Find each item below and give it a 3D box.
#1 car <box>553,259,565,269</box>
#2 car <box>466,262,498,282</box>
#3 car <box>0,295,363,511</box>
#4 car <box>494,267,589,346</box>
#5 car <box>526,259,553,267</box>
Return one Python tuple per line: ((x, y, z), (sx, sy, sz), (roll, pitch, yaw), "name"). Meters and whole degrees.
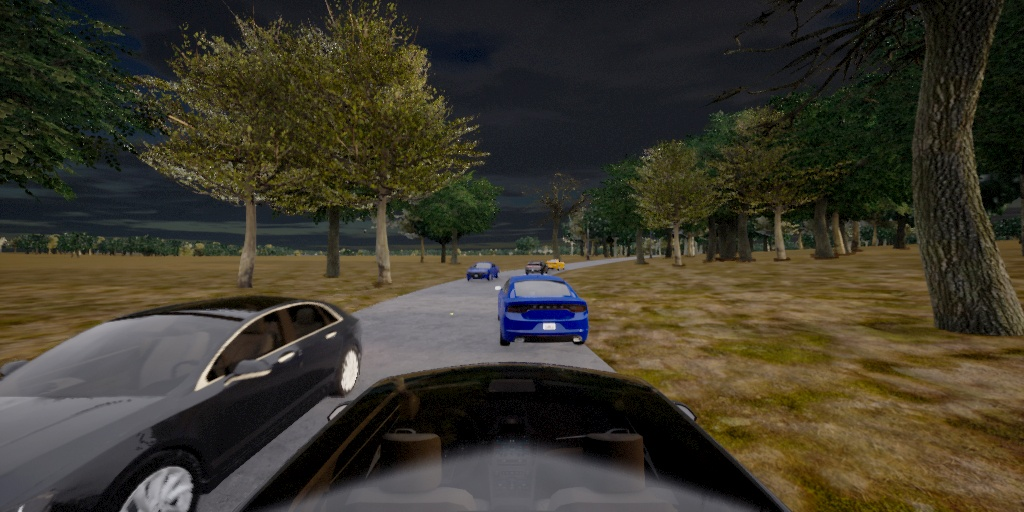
((5.817, 1.141, 48.347), (1.882, 1.535, 5.008), (0, 1, 21), "car")
((-2.294, 1.223, 29.215), (1.882, 1.535, 5.008), (0, 0, 9), "car")
((-3.203, 1.254, 3.743), (1.837, 1.490, 4.892), (0, 0, -1), "car")
((0.585, 1.227, 9.491), (1.882, 1.535, 5.008), (0, 0, -3), "car")
((2.714, 1.227, 38.457), (2.128, 1.511, 4.902), (0, 0, 15), "car")
